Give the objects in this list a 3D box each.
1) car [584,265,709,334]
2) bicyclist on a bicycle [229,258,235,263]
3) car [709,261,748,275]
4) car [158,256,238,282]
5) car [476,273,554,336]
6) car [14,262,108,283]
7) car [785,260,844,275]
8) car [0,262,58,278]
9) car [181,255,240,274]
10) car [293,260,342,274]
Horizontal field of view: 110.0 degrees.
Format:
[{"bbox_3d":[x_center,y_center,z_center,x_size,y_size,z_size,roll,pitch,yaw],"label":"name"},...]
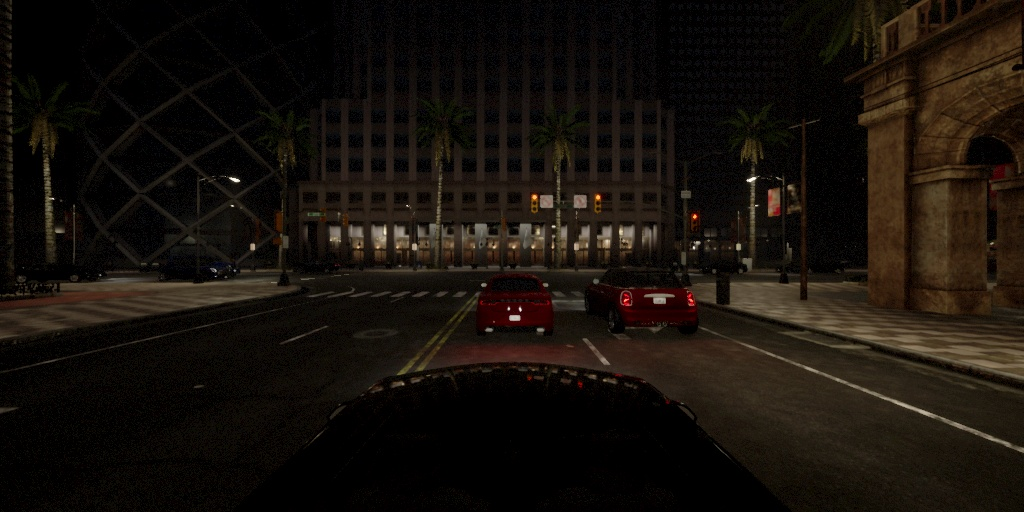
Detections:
[{"bbox_3d":[3.582,1.102,10.796,2.097,1.767,4.553,0,0,0],"label":"car"},{"bbox_3d":[-35.748,1.049,45.712,0.582,1.620,1.656,0,0,-12],"label":"bicyclist on a bicycle"},{"bbox_3d":[23.171,1.254,39.380,4.892,1.490,1.837,0,0,0],"label":"car"},{"bbox_3d":[-25.088,1.100,28.528,4.553,1.767,2.097,0,0,-3],"label":"car"},{"bbox_3d":[0.080,1.227,10.455,1.882,1.535,5.008,0,0,0],"label":"car"},{"bbox_3d":[-34.419,1.254,27.187,4.892,1.490,1.837,0,0,-19],"label":"car"},{"bbox_3d":[33.454,1.226,39.346,5.008,1.535,1.882,0,0,0],"label":"car"},{"bbox_3d":[-46.286,1.275,33.364,4.674,1.442,1.812,0,0,-30],"label":"car"},{"bbox_3d":[-27.617,0.971,32.011,5.566,2.045,2.150,0,0,-3],"label":"car"},{"bbox_3d":[-21.401,1.240,39.494,4.902,1.511,2.128,0,0,0],"label":"car"}]
